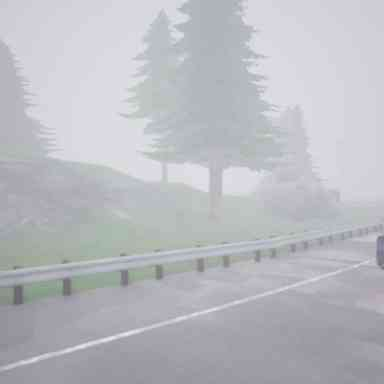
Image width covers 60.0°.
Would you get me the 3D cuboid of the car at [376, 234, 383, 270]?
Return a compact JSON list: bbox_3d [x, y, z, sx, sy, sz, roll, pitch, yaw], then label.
[{"bbox_3d":[7.232,1.490,9.845,5.008,1.535,1.882,0,0,-41],"label":"car"}]
